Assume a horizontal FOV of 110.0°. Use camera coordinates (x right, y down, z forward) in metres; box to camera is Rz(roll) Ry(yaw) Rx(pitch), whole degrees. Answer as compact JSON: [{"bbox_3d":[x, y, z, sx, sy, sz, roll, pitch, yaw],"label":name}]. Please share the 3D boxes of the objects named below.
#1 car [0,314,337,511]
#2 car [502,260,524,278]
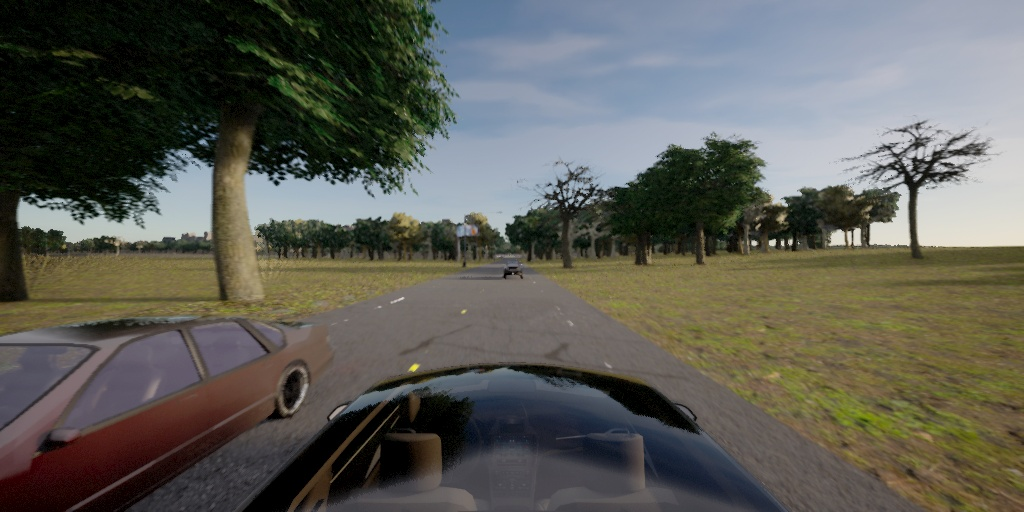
[{"bbox_3d":[-3.601,1.303,3.147,2.033,1.411,5.357,0,0,0],"label":"car"},{"bbox_3d":[0.097,1.328,34.812,1.837,1.490,4.892,0,0,0],"label":"car"}]
